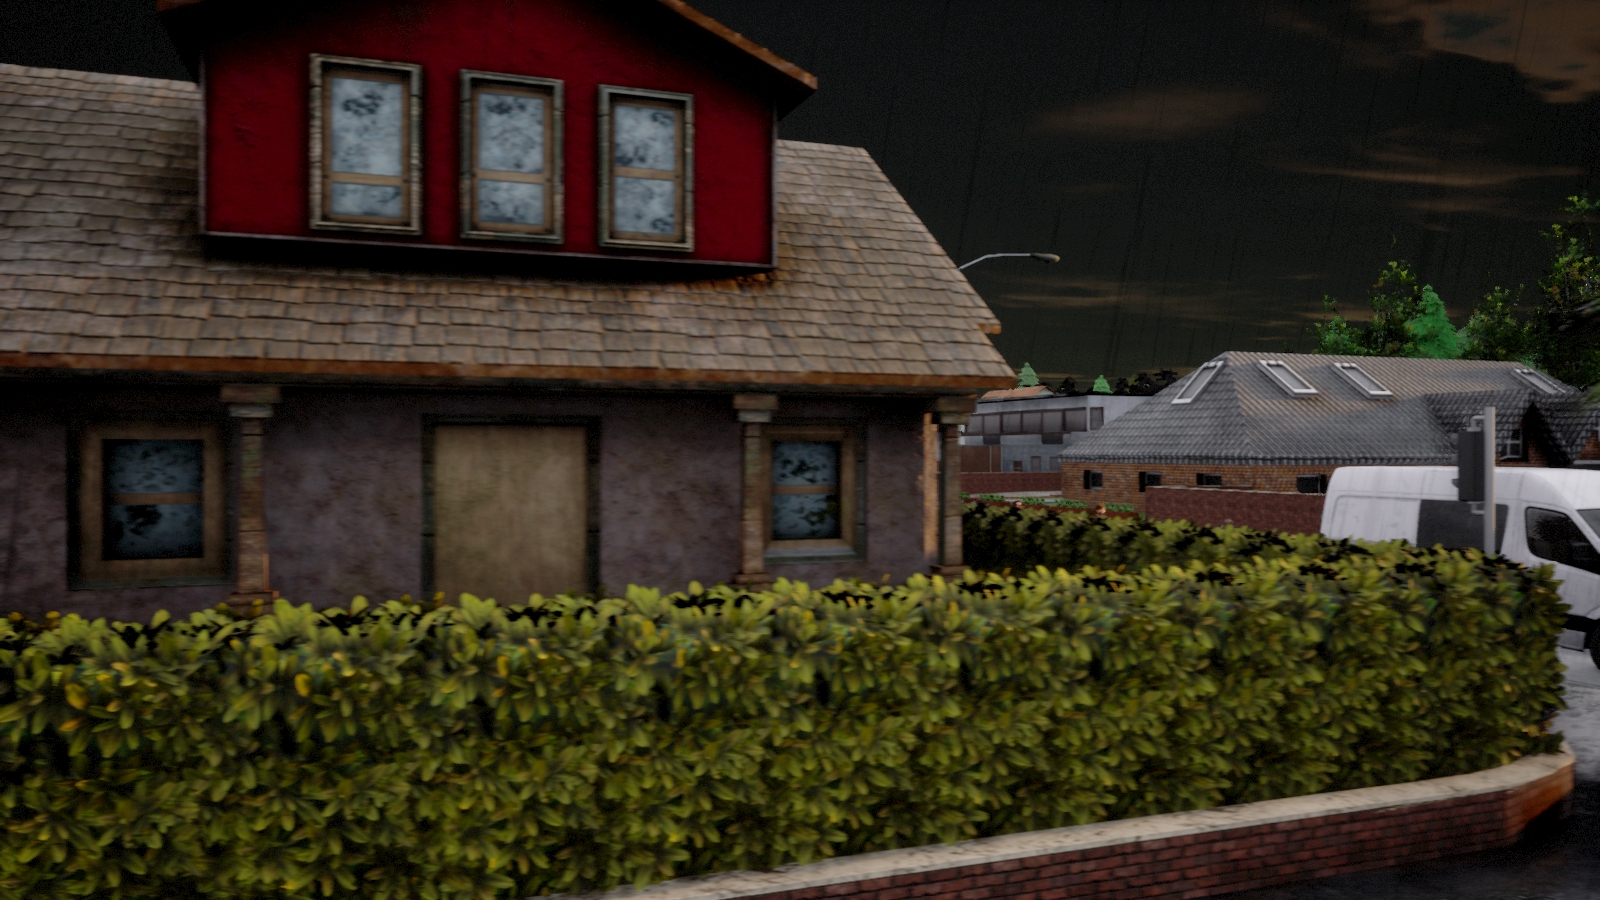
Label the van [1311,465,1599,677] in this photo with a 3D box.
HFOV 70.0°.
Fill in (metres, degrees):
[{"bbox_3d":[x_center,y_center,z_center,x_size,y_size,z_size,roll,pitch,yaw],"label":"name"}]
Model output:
[{"bbox_3d":[10.239,1.534,16.109,1.988,2.561,5.915,0,0,-20],"label":"van"}]
